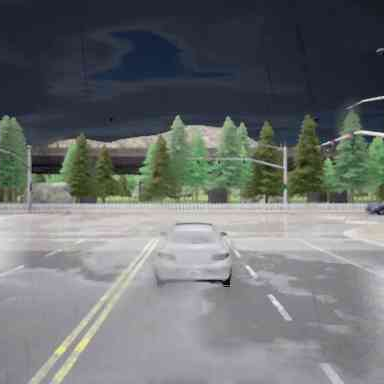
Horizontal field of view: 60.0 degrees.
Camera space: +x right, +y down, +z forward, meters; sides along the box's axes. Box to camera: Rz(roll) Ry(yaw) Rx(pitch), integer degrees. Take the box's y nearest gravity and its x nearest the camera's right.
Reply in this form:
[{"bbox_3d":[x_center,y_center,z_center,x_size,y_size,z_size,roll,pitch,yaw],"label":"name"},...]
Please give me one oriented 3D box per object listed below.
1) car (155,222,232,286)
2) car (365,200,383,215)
[{"bbox_3d":[0.042,1.586,9.467,1.812,1.442,4.674,0,0,0],"label":"car"},{"bbox_3d":[20.754,1.519,34.909,4.553,1.767,2.097,0,0,0],"label":"car"}]
